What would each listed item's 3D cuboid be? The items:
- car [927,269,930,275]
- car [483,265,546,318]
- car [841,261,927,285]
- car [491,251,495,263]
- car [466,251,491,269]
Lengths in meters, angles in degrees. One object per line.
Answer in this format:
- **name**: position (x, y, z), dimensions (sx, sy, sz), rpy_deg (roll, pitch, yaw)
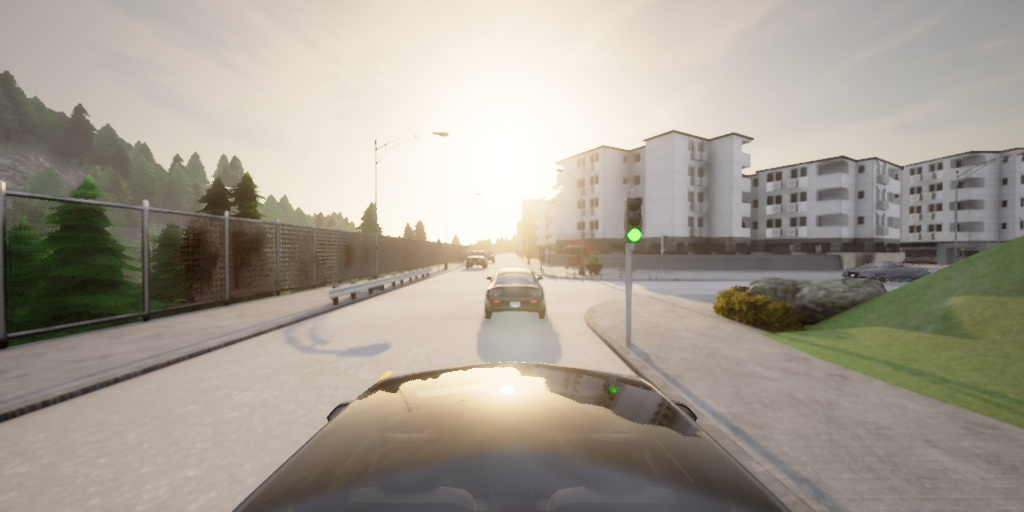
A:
- **car**: position (24.408, 1.116, 17.974), dimensions (4.718, 1.301, 1.895), rpy_deg (0, 1, 0)
- **car**: position (0.095, 1.125, 12.148), dimensions (1.812, 1.442, 4.674), rpy_deg (0, 1, 0)
- **car**: position (23.059, 1.019, 22.155), dimensions (4.181, 1.385, 1.994), rpy_deg (0, 1, 0)
- **car**: position (-4.018, 0.124, 60.598), dimensions (2.150, 2.045, 5.566), rpy_deg (0, 1, 0)
- **car**: position (-4.089, 0.387, 42.294), dimensions (2.150, 2.045, 5.566), rpy_deg (0, 1, 0)
